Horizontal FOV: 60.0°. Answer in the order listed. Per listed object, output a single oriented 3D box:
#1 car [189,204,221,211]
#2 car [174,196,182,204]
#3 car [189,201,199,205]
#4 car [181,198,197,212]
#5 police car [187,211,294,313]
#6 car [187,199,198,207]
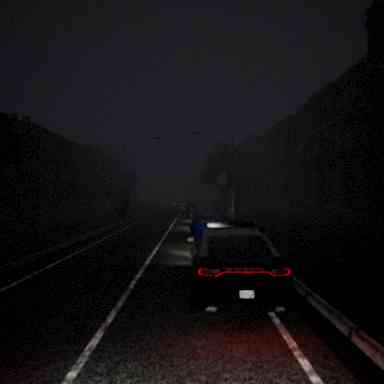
[{"bbox_3d":[0.914,1.635,17.950,1.882,1.535,5.008,0,0,0],"label":"car"},{"bbox_3d":[-2.943,1.673,73.886,2.097,1.767,4.553,0,0,0],"label":"car"},{"bbox_3d":[0.918,1.688,23.949,1.882,1.535,5.008,0,0,0],"label":"car"},{"bbox_3d":[0.049,1.837,45.211,2.128,1.511,4.902,0,0,0],"label":"car"},{"bbox_3d":[0.906,1.497,8.060,1.930,1.638,5.238,0,0,0],"label":"police car"},{"bbox_3d":[0.045,1.958,58.817,1.895,1.301,4.718,0,0,0],"label":"car"}]
